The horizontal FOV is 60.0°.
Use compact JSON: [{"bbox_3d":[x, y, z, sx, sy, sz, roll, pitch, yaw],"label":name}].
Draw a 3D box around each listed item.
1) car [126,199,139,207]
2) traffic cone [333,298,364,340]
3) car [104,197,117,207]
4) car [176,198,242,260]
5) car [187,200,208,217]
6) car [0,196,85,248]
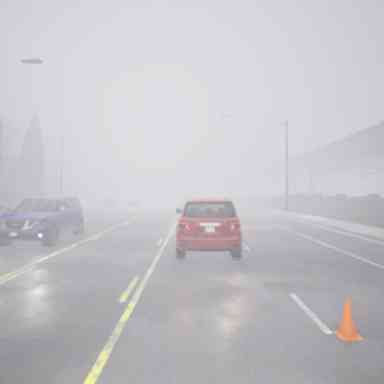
[{"bbox_3d":[-10.154,1.836,56.300,2.033,1.411,5.357,0,-2,-14],"label":"car"},{"bbox_3d":[2.442,1.960,5.215,0.340,0.580,0.340,0,0,0],"label":"traffic cone"},{"bbox_3d":[-14.106,1.674,57.165,2.097,1.767,4.553,0,-2,-16],"label":"car"},{"bbox_3d":[0.549,1.224,12.654,2.150,2.045,5.566,0,0,0],"label":"car"},{"bbox_3d":[0.480,1.531,31.904,1.812,1.442,4.674,0,0,-2],"label":"car"},{"bbox_3d":[-6.645,1.214,15.141,2.150,2.045,5.566,0,0,0],"label":"car"}]
